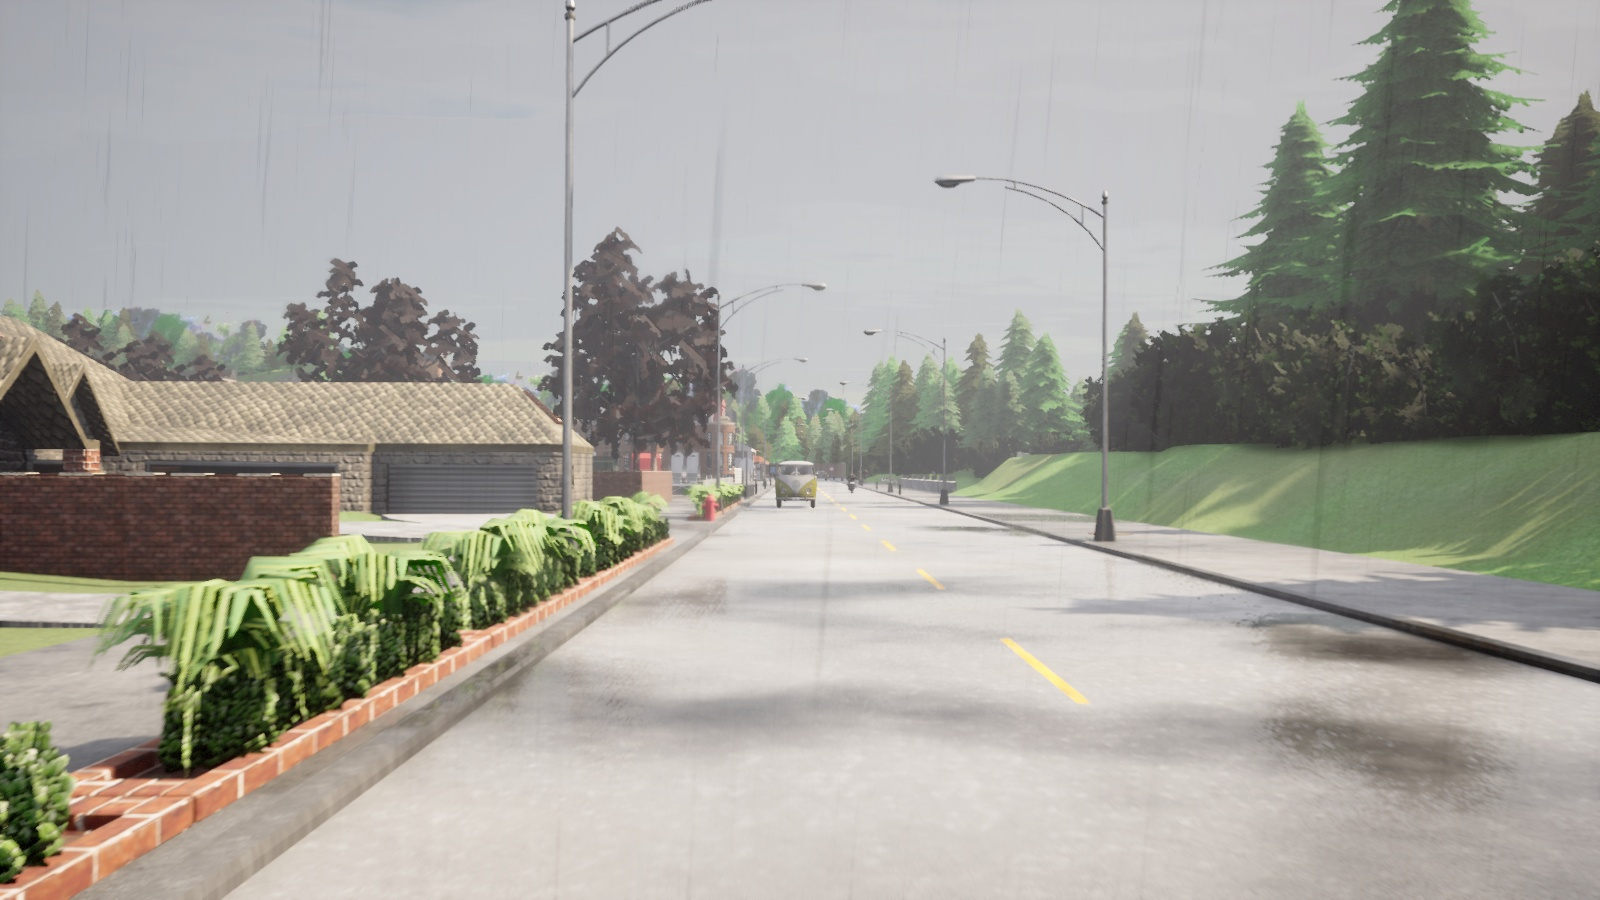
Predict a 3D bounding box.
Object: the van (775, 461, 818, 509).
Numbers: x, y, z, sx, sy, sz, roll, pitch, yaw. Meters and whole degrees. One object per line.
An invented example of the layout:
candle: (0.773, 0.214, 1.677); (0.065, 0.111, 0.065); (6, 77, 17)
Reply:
van: (-0.159, 1.470, 53.894); (1.775, 1.987, 4.442); (0, -1, 0)
